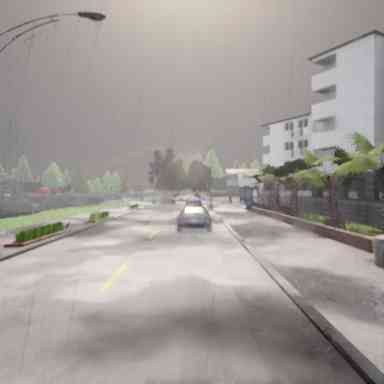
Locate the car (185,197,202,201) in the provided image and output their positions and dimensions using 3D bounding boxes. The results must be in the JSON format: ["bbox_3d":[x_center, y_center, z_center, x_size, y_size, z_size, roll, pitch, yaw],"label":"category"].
[{"bbox_3d":[0.175,1.288,38.264,1.882,1.535,5.008,0,0,0],"label":"car"}]

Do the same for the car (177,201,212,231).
[{"bbox_3d":[0.134,1.466,19.748,1.994,1.385,4.181,0,0,0],"label":"car"}]

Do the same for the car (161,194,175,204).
[{"bbox_3d":[-3.886,1.082,55.407,2.097,1.767,4.553,0,0,0],"label":"car"}]
